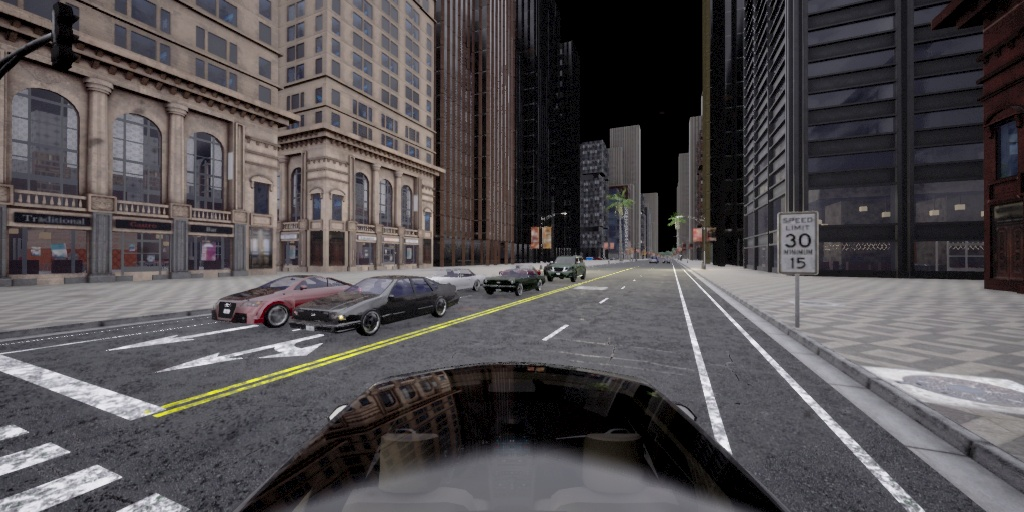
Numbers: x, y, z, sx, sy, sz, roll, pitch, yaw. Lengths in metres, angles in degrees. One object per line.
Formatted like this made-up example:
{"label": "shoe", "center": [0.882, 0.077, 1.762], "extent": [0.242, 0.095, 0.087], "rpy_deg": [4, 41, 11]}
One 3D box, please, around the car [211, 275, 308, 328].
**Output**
{"label": "car", "center": [-6.899, 1.316, 11.510], "extent": [1.994, 1.385, 4.181], "rpy_deg": [0, 0, 24]}

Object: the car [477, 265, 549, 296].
{"label": "car", "center": [0.231, 1.358, 19.594], "extent": [1.895, 1.301, 4.718], "rpy_deg": [0, 0, 24]}

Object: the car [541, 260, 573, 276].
{"label": "car", "center": [4.847, 1.251, 37.947], "extent": [1.882, 1.535, 5.008], "rpy_deg": [0, 0, 24]}

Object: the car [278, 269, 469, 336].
{"label": "car", "center": [-3.652, 1.299, 10.826], "extent": [2.033, 1.411, 5.357], "rpy_deg": [0, 0, 24]}

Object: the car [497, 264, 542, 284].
{"label": "car", "center": [0.679, 1.364, 28.630], "extent": [1.895, 1.301, 4.718], "rpy_deg": [0, 0, 24]}

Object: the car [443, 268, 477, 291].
{"label": "car", "center": [-3.356, 1.357, 19.523], "extent": [1.895, 1.301, 4.718], "rpy_deg": [0, 0, 24]}

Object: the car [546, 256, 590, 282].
{"label": "car", "center": [4.566, 0.987, 29.373], "extent": [2.150, 2.045, 5.566], "rpy_deg": [0, 0, 24]}
